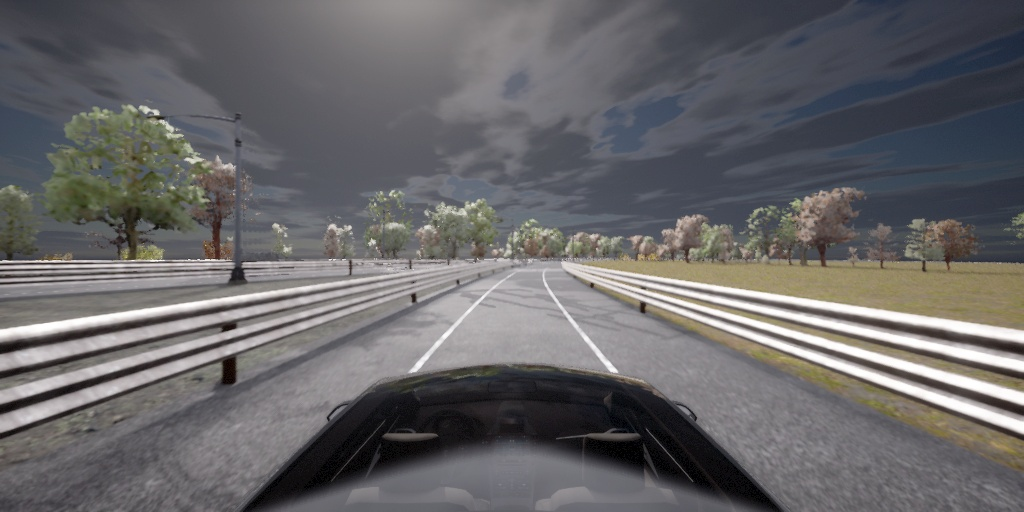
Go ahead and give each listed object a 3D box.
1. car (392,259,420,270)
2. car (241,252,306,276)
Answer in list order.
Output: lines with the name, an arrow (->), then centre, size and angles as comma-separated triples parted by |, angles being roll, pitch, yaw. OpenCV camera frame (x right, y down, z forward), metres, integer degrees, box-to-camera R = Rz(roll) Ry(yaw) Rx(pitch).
car -> -14.732, 1.075, 50.223 | 2.033, 1.411, 5.357 | 0, 0, 16
car -> -22.884, 0.657, 33.948 | 2.150, 2.045, 5.566 | 0, 0, 15
